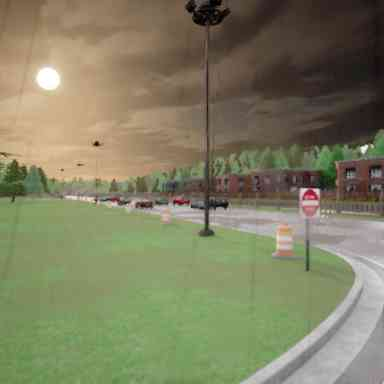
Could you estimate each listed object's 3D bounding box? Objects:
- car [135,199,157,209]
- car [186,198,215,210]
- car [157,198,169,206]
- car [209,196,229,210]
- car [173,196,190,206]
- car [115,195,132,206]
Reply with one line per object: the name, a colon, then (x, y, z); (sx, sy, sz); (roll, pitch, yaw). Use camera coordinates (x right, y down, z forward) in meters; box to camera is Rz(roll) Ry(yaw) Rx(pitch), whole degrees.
car: (-7.573, 1.854, 52.216); (1.882, 1.535, 5.008); (0, -1, -23)
car: (1.242, 1.959, 49.269); (1.994, 1.385, 4.181); (0, -1, -23)
car: (-6.124, 1.990, 66.912); (2.128, 1.511, 4.902); (0, 0, -23)
car: (3.725, 1.645, 52.411); (2.150, 2.045, 5.566); (0, -2, -23)
car: (-2.059, 1.735, 66.268); (2.150, 2.045, 5.566); (0, 0, -23)
car: (-13.233, 1.808, 65.773); (2.097, 1.767, 4.553); (0, 0, -23)
